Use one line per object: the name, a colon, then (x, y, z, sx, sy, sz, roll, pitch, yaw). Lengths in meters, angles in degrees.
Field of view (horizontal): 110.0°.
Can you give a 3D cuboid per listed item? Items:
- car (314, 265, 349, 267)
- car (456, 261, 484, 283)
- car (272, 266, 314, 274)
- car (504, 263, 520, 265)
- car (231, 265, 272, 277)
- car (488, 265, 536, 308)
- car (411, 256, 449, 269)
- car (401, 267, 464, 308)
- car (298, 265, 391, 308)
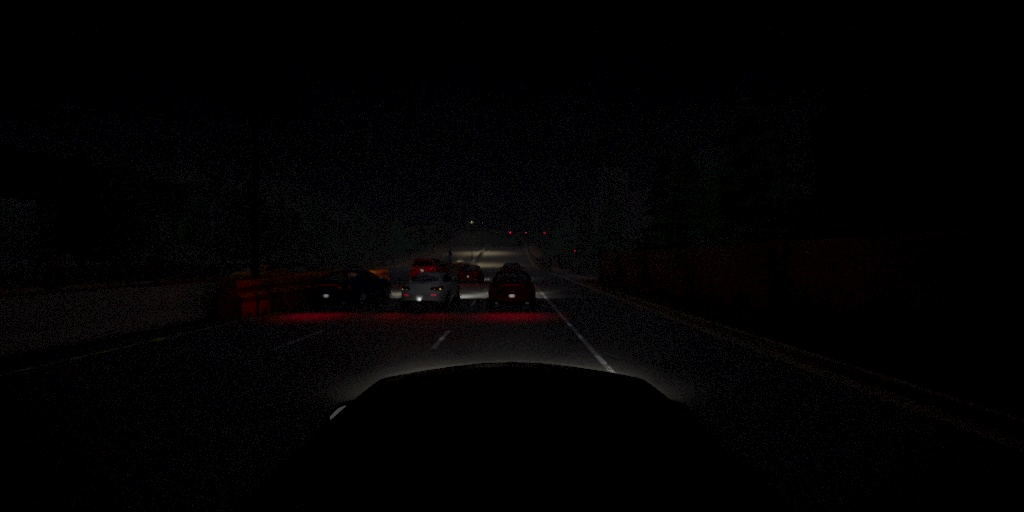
car: (-14.009, 1.490, 30.001, 1.882, 1.535, 5.008, 0, -1, 0)
car: (-3.494, 1.498, 30.989, 1.882, 1.535, 5.008, 0, 0, 0)
car: (-17.508, 1.539, 30.097, 1.812, 1.442, 4.674, 0, -1, 0)
car: (0.021, 1.367, 30.574, 2.097, 1.767, 4.553, 0, -1, 1)
car: (-21.009, 1.490, 30.012, 1.882, 1.535, 5.008, 0, -1, 0)
car: (0.006, 1.360, 15.978, 1.882, 1.535, 5.008, 0, 0, 0)
car: (-7.003, 1.233, 30.522, 2.150, 2.045, 5.566, 0, 0, 0)
car: (-3.496, 1.407, 15.877, 1.812, 1.442, 4.674, 0, 0, 0)
car: (-6.994, 1.360, 15.977, 1.882, 1.535, 5.008, 0, 0, 0)
